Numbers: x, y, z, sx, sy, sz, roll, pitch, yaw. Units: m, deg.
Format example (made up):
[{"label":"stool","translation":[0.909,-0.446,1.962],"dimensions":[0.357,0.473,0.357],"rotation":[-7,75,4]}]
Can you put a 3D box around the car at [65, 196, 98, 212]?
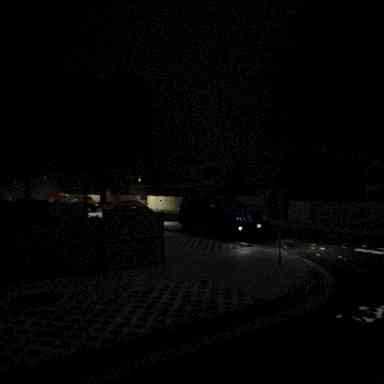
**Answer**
[{"label":"car","translation":[-11.627,1.427,35.428],"dimensions":[1.895,1.301,4.718],"rotation":[0,0,-35]}]

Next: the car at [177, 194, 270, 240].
[{"label":"car","translation":[1.409,1.159,17.197],"dimensions":[2.150,2.045,5.566],"rotation":[0,0,-36]}]

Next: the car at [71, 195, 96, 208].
[{"label":"car","translation":[-14.598,1.261,44.543],"dimensions":[1.882,1.535,5.008],"rotation":[0,0,-35]}]

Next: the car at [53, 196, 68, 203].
[{"label":"car","translation":[-20.511,1.287,52.718],"dimensions":[2.033,1.411,5.357],"rotation":[0,0,-36]}]

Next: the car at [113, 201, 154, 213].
[{"label":"car","translation":[-4.568,1.410,25.553],"dimensions":[1.812,1.442,4.674],"rotation":[0,0,-36]}]
